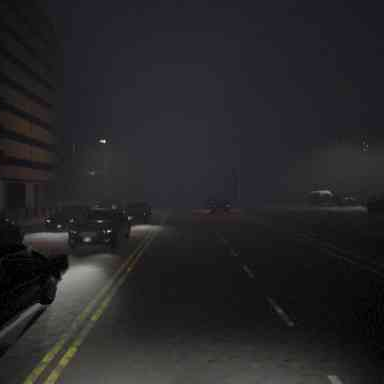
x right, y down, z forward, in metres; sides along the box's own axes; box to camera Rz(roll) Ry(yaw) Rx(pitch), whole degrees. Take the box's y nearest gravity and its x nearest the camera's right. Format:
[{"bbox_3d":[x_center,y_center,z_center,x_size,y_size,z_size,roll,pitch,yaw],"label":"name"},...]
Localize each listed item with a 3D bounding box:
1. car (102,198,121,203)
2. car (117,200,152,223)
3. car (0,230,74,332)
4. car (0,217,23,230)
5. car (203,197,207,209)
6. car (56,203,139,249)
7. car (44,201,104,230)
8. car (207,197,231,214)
[{"bbox_3d":[-7.734,1.336,31.601,2.097,1.767,4.553,0,0,-1],"label":"car"},{"bbox_3d":[-4.116,1.482,25.037,1.837,1.490,4.892,0,0,-1],"label":"car"},{"bbox_3d":[-3.693,1.609,5.351,1.895,1.301,4.718,0,0,-1],"label":"car"},{"bbox_3d":[-7.310,1.542,11.036,1.812,1.442,4.674,0,0,-1],"label":"car"},{"bbox_3d":[2.550,1.416,44.346,1.837,1.490,4.892,0,0,-1],"label":"car"},{"bbox_3d":[-3.900,1.485,14.696,2.128,1.511,4.902,0,0,-1],"label":"car"},{"bbox_3d":[-7.548,1.547,21.428,2.033,1.411,5.357,0,0,-1],"label":"car"},{"bbox_3d":[2.826,1.454,33.822,1.812,1.442,4.674,0,0,-1],"label":"car"}]
